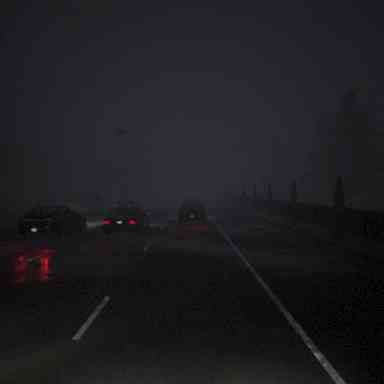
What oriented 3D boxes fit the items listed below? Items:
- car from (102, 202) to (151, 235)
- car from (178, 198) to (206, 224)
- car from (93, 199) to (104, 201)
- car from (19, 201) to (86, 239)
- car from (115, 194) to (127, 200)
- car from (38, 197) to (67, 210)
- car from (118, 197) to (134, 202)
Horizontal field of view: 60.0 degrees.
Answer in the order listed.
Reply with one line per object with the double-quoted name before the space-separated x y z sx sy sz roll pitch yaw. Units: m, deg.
"car" -3.476 1.496 18.371 2.033 1.411 5.357 0 0 0
"car" -0.001 1.408 24.008 1.882 1.535 5.008 0 0 0
"car" -14.291 1.092 47.733 2.150 2.045 5.566 0 0 0
"car" -6.973 1.446 17.110 2.128 1.511 4.902 0 0 0
"car" -17.871 1.201 84.185 1.882 1.535 5.008 0 0 0
"car" -17.771 1.414 42.596 1.812 1.442 4.674 0 0 0
"car" -7.053 1.501 35.836 1.895 1.301 4.718 0 0 0
